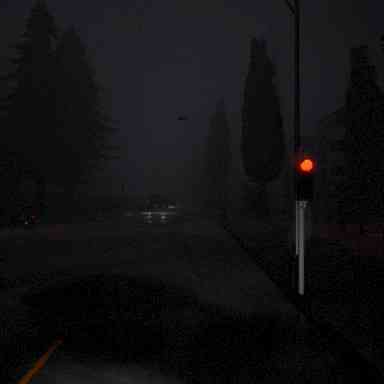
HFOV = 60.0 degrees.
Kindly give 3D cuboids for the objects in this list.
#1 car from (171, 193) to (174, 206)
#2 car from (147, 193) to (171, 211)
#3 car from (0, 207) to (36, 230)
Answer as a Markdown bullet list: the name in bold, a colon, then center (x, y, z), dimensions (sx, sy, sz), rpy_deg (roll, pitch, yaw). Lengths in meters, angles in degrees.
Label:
- **car**: center (-4.161, 1.223, 56.262), dimensions (2.150, 2.045, 5.566), rpy_deg (0, 0, 0)
- **car**: center (-4.166, 1.221, 40.843), dimensions (2.150, 2.045, 5.566), rpy_deg (0, 0, 0)
- **car**: center (-12.379, 1.601, 20.486), dimensions (4.718, 1.301, 1.895), rpy_deg (0, 0, 2)
